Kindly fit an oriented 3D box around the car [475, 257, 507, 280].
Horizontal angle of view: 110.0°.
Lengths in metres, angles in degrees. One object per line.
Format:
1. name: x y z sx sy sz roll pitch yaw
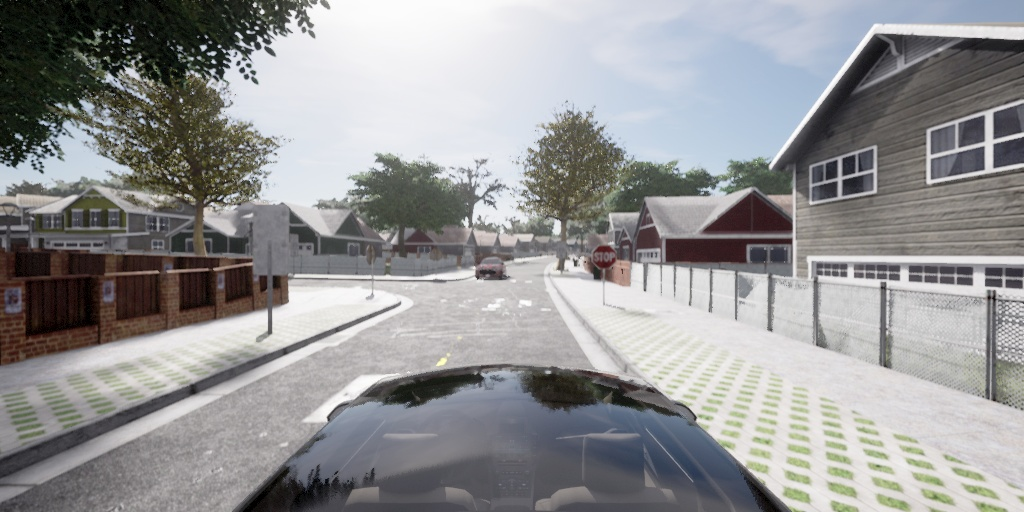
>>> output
1. car: -1.643 0.897 28.915 2.097 1.767 4.553 0 0 4
